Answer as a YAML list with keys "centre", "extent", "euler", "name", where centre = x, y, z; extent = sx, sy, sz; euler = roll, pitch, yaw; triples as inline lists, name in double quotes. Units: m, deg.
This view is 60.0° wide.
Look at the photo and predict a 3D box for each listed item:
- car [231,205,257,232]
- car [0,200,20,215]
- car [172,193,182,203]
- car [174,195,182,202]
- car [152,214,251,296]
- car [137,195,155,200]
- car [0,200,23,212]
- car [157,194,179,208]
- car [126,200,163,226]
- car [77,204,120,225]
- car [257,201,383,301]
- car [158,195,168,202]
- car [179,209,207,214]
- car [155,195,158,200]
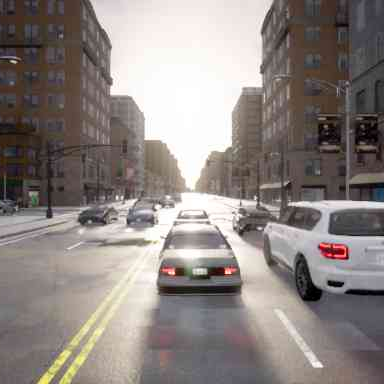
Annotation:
- centre: [3.338, 1.504, 18.464]
  extent: [1.837, 1.490, 4.892]
  euler: [0, 0, 1]
  name: "car"
- centre: [-19.735, 1.482, 32.805]
  extent: [4.902, 1.511, 2.128]
  euler: [0, 0, 0]
  name: "car"
- centre: [-3.308, 1.208, 68.744]
  extent: [2.150, 2.045, 5.566]
  euler: [0, 0, 0]
  name: "car"
- centre: [-3.309, 1.434, 79.329]
  extent: [1.882, 1.535, 5.008]
  euler: [0, 0, 0]
  name: "car"
- centre: [0.082, 1.547, 8.786]
  extent: [2.033, 1.411, 5.357]
  euler: [0, 0, -2]
  name: "car"
- centre: [-6.632, 1.499, 45.256]
  extent: [1.837, 1.490, 4.892]
  euler: [0, 0, 0]
  name: "car"
- centre: [-22.152, 1.577, 38.303]
  extent: [4.313, 1.339, 1.947]
  euler: [0, 0, 0]
  name: "car"
- centre: [-3.383, 1.485, 48.105]
  extent: [2.128, 1.511, 4.902]
  euler: [0, 0, 0]
  name: "car"
- centre: [-3.365, 1.524, 23.363]
  extent: [1.812, 1.442, 4.674]
  euler: [0, 0, 0]
  name: "car"
- centre: [-6.616, 1.547, 24.183]
  extent: [2.033, 1.411, 5.357]
  euler: [0, 0, 0]
  name: "car"
- centre: [3.342, 1.221, 8.427]
  extent: [2.150, 2.045, 5.566]
  euler: [0, 0, 0]
  name: "car"
- centre: [-6.556, 1.482, 74.851]
  extent: [1.837, 1.490, 4.892]
  euler: [0, 0, 0]
  name: "car"
- centre: [0.072, 1.600, 18.435]
  extent: [1.895, 1.301, 4.718]
  euler: [0, 0, 2]
  name: "car"
- centre: [-6.616, 1.341, 59.722]
  extent: [2.097, 1.767, 4.553]
  euler: [0, 0, 0]
  name: "car"
